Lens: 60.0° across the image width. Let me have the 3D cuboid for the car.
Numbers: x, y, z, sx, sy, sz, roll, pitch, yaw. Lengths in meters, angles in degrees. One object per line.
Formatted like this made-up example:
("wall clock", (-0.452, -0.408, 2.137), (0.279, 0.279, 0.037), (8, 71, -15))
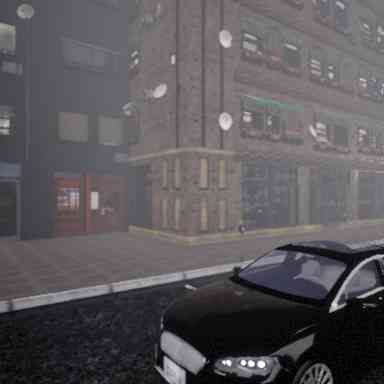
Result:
("car", (1.821, 1.507, 4.681), (4.902, 1.511, 2.128), (0, 0, -36))
